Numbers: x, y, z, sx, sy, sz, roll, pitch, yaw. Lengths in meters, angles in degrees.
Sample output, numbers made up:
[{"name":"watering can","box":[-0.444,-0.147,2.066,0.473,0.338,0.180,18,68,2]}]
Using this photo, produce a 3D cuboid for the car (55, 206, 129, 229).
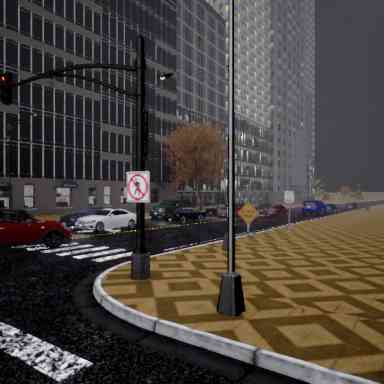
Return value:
[{"name":"car","box":[-7.492,1.880,25.511,2.033,1.411,5.357,0,-1,33]}]

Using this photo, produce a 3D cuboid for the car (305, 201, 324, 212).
[{"name":"car","box":[21.244,2.450,57.657,2.097,1.767,4.553,0,-1,33]}]

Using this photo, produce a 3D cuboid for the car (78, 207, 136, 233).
[{"name":"car","box":[-5.616,1.833,22.459,1.812,1.442,4.674,0,-1,33]}]

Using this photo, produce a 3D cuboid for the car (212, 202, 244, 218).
[{"name":"car","box":[4.656,1.998,38.312,2.097,1.767,4.553,0,-1,33]}]

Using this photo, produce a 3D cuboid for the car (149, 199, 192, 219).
[{"name":"car","box":[-1.962,1.736,34.067,2.150,2.045,5.566,0,-1,33]}]

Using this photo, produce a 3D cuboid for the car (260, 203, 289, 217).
[{"name":"car","box":[10.452,2.270,40.939,1.812,1.442,4.674,0,-1,33]}]

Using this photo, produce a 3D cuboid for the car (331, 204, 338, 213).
[{"name":"car","box":[21.954,2.562,52.940,1.812,1.442,4.674,0,-1,33]}]

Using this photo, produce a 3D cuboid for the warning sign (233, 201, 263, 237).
[{"name":"warning sign","box":[3.148,1.457,18.545,1.300,1.860,1.060,1,1,33]}]

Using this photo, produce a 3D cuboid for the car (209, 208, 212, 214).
[{"name":"car","box":[3.489,2.295,42.491,1.895,1.301,4.718,0,-1,33]}]

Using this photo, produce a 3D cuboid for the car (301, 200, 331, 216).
[{"name":"car","box":[16.199,2.069,43.971,2.150,2.045,5.566,0,-1,35]}]

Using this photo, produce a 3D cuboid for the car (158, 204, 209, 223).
[{"name":"car","box":[-0.661,2.071,30.096,1.895,1.301,4.718,0,-1,33]}]

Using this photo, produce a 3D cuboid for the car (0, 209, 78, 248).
[{"name":"car","box":[-7.634,1.517,14.328,4.553,1.767,2.097,1,-1,-33]}]

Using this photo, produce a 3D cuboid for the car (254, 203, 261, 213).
[{"name":"car","box":[10.161,2.331,46.777,1.837,1.490,4.892,0,-1,33]}]

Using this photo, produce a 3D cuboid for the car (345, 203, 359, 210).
[{"name":"car","box":[31.546,2.841,65.692,1.812,1.442,4.674,0,-1,33]}]
